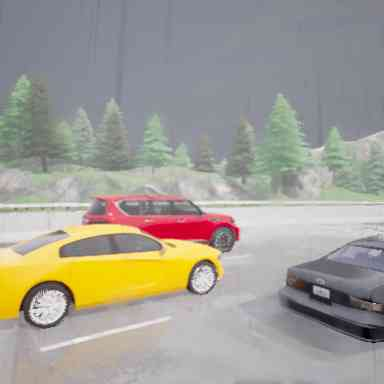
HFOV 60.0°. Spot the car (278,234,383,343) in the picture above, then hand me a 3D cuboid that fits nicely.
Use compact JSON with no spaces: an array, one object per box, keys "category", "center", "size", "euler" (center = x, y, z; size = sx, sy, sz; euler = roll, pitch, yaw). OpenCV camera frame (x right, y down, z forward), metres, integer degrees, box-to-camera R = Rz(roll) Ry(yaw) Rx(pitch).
[{"category":"car","center":[4.077,1.516,6.157],"size":[5.357,1.411,2.033],"euler":[0,1,-30]}]

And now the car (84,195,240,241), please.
[{"category":"car","center":[-0.945,1.116,11.509],"size":[5.566,2.045,2.150],"euler":[0,0,-31]}]

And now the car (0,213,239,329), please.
[{"category":"car","center":[-1.605,1.408,6.846],"size":[5.008,1.535,1.882],"euler":[0,0,-34]}]
